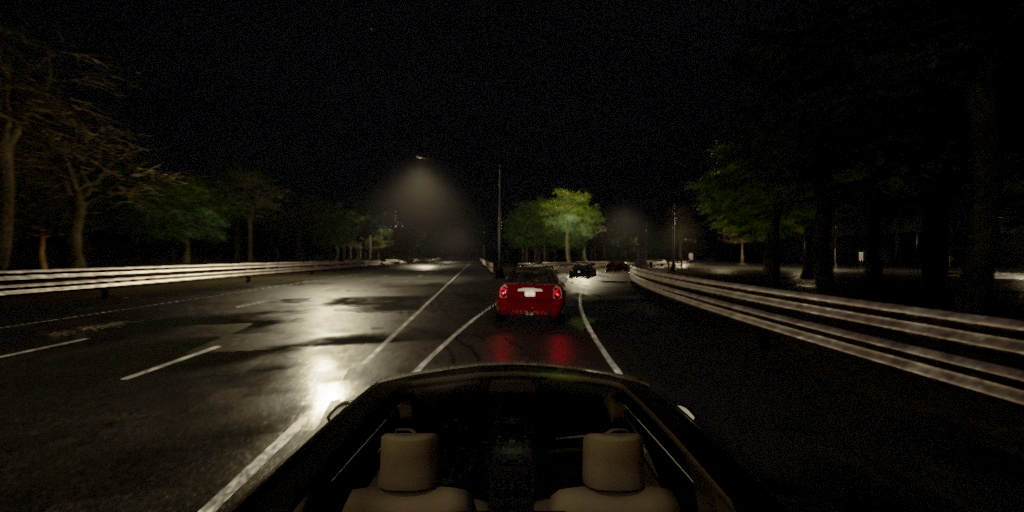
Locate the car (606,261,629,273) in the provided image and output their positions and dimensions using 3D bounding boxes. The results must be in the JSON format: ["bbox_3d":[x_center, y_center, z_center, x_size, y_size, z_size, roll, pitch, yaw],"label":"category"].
[{"bbox_3d":[14.292,1.411,48.319,1.882,1.535,5.008,0,-1,33],"label":"car"}]

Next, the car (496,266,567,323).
[{"bbox_3d":[0.811,1.129,12.495,2.097,1.767,4.553,1,0,8],"label":"car"}]

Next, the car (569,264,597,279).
[{"bbox_3d":[6.903,1.422,34.629,1.994,1.385,4.181,0,0,23],"label":"car"}]
